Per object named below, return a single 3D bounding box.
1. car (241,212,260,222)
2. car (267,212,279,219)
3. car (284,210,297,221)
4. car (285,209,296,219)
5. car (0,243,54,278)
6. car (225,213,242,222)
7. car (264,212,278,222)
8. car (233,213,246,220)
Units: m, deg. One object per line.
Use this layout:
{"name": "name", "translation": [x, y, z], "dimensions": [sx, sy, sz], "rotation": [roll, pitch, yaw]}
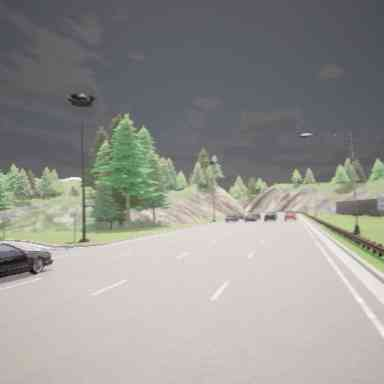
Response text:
{"name": "car", "translation": [10.879, 4.772, 61.403], "dimensions": [1.994, 1.385, 4.181], "rotation": [-3, -3, 17]}
{"name": "car", "translation": [17.014, 4.906, 69.922], "dimensions": [2.033, 1.411, 5.357], "rotation": [-3, -3, 16]}
{"name": "car", "translation": [17.887, 4.242, 60.453], "dimensions": [2.097, 1.767, 4.553], "rotation": [-3, -3, 17]}
{"name": "car", "translation": [20.589, 4.599, 69.707], "dimensions": [2.097, 1.767, 4.553], "rotation": [-3, -3, 16]}
{"name": "car", "translation": [-7.476, 2.550, 11.984], "dimensions": [2.033, 1.411, 5.357], "rotation": [-3, -3, 16]}
{"name": "car", "translation": [7.461, 4.873, 62.191], "dimensions": [2.128, 1.511, 4.902], "rotation": [-3, -3, 17]}
{"name": "car", "translation": [14.164, 4.493, 60.212], "dimensions": [1.882, 1.535, 5.008], "rotation": [-3, -4, 17]}
{"name": "car", "translation": [10.312, 5.285, 71.906], "dimensions": [1.994, 1.385, 4.181], "rotation": [-3, -3, 16]}
